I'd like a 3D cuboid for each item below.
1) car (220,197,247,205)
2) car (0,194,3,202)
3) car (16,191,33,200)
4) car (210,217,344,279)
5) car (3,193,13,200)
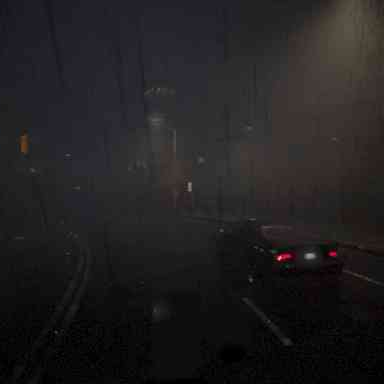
[{"bbox_3d":[5.166,0.933,44.225,2.185,1.767,4.553,-1,0,-33],"label":"car"},{"bbox_3d":[-38.018,1.311,64.009,1.812,1.442,4.674,-1,0,-33],"label":"car"},{"bbox_3d":[-42.063,0.903,83.213,2.150,2.045,5.566,-1,0,-32],"label":"car"},{"bbox_3d":[2.084,1.470,9.885,2.033,1.411,5.357,0,0,-13],"label":"car"},{"bbox_3d":[-45.223,1.301,81.667,1.895,1.301,4.718,-1,0,-32],"label":"car"}]
